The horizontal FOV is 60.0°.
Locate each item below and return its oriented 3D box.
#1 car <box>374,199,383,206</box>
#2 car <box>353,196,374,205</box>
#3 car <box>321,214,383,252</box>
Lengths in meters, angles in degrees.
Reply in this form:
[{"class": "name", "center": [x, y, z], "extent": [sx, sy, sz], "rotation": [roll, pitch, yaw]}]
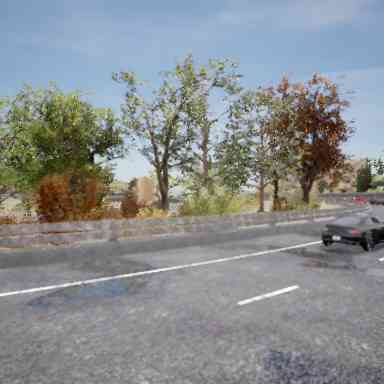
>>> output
[{"class": "car", "center": [42.892, 2.341, 76.859], "extent": [1.837, 1.490, 4.892], "rotation": [0, 0, 5]}, {"class": "car", "center": [39.429, 2.046, 77.365], "extent": [2.150, 2.045, 5.566], "rotation": [0, 0, 5]}, {"class": "car", "center": [7.438, 1.687, 14.814], "extent": [4.674, 1.442, 1.812], "rotation": [1, 0, -43]}]
